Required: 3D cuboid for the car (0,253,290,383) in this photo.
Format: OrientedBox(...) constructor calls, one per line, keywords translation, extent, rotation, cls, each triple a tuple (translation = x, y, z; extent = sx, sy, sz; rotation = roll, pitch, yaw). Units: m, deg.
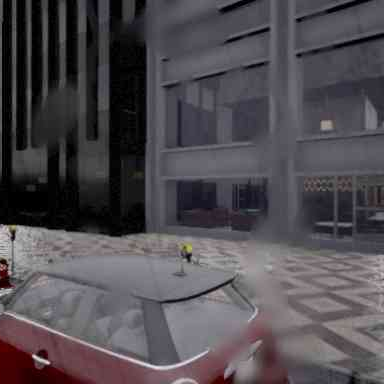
OrientedBox(translation=(-1.147, 1.446, 3.777), extent=(4.097, 1.590, 1.967), rotation=(0, 0, 36), cls="car")
